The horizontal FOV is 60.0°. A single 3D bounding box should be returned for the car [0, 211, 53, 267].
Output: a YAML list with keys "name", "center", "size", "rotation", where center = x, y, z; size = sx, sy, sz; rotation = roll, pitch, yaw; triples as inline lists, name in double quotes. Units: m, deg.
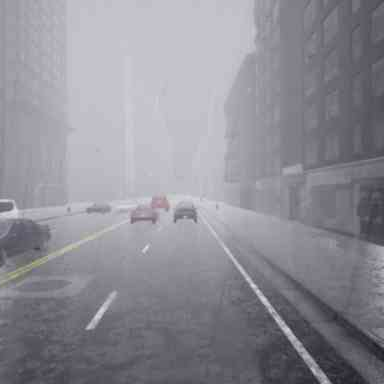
- name: "car"
  center: [-6.830, 1.660, 11.944]
  size: [2.033, 1.411, 5.357]
  rotation: [-1, 0, -1]

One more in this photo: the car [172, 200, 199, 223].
- name: "car"
  center: [-0.524, 1.621, 27.015]
  size: [1.837, 1.490, 4.892]
  rotation: [-1, 0, -1]

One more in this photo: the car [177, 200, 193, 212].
- name: "car"
  center: [-0.866, 1.752, 43.386]
  size: [1.994, 1.385, 4.181]
  rotation: [-1, 0, -1]

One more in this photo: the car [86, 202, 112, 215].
- name: "car"
  center: [-10.591, 1.856, 38.058]
  size: [1.895, 1.301, 4.718]
  rotation: [-1, 0, -1]

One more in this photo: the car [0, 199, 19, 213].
- name: "car"
  center: [-10.155, 1.379, 15.524]
  size: [2.150, 2.045, 5.566]
  rotation: [-1, 0, -1]

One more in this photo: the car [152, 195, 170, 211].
- name: "car"
  center: [-4.097, 1.441, 43.529]
  size: [2.150, 2.045, 5.566]
  rotation: [-1, 0, -1]

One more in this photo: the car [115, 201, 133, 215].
- name: "car"
  center: [-7.338, 1.748, 37.491]
  size: [1.812, 1.442, 4.674]
  rotation: [-1, 0, -1]

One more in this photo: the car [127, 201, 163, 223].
- name: "car"
  center: [-3.718, 1.709, 26.820]
  size: [1.994, 1.385, 4.181]
  rotation: [-1, 0, -1]
